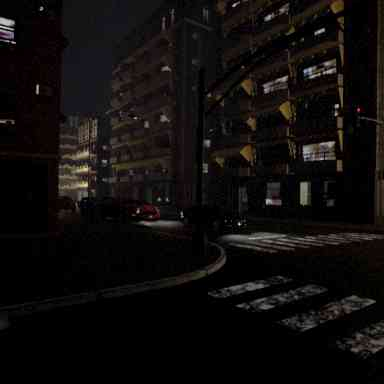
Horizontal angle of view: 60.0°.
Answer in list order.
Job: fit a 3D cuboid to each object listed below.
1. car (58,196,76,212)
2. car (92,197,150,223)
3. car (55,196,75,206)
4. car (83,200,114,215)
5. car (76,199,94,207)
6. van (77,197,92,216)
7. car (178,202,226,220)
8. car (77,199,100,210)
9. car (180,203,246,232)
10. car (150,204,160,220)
[{"bbox_3d":[-15.214,1.367,39.083,2.192,1.841,5.009,1,-1,-35],"label":"car"},{"bbox_3d":[-5.552,1.308,25.429,2.192,1.841,5.009,1,-1,-35],"label":"car"},{"bbox_3d":[-22.458,1.597,58.707,2.097,1.767,4.553,1,-1,-36],"label":"car"},{"bbox_3d":[-10.256,1.648,36.351,1.994,1.385,4.181,1,-1,-35],"label":"car"},{"bbox_3d":[-18.448,1.864,57.286,1.802,1.307,4.206,1,-1,-35],"label":"car"},{"bbox_3d":[-8.774,1.353,29.980,1.690,1.788,3.998,1,-1,-35],"label":"van"},{"bbox_3d":[0.777,1.683,30.118,1.752,1.417,4.829,1,-1,-35],"label":"car"},{"bbox_3d":[-15.042,1.757,48.212,1.994,1.385,4.181,1,-1,-35],"label":"car"},{"bbox_3d":[1.179,1.525,20.239,1.837,1.490,4.892,1,-1,-36],"label":"car"},{"bbox_3d":[-4.549,1.402,28.285,2.097,1.767,4.553,1,-1,-35],"label":"car"}]
